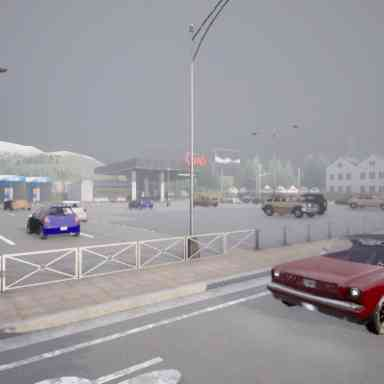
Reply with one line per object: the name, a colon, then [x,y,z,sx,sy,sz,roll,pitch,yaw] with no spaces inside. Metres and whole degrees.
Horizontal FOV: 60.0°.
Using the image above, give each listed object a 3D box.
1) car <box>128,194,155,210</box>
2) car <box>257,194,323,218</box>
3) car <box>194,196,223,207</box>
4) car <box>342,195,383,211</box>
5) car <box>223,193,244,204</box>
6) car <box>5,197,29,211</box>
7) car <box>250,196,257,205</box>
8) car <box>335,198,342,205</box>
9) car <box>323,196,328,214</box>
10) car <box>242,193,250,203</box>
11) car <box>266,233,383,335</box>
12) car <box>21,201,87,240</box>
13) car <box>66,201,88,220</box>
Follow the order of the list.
car: [-6.231,1.335,39.907,1.845,1.501,3.633,0,0,-38]
car: [7.972,1.112,27.441,1.932,1.855,4.605,0,0,-38]
car: [1.700,1.313,45.986,2.007,1.523,4.514,0,0,-38]
car: [20.140,1.169,37.371,2.152,1.636,5.027,0,0,-38]
car: [6.773,1.376,59.728,1.970,1.475,3.806,0,0,-38]
car: [-20.296,1.346,38.732,2.152,1.636,5.027,0,0,-38]
car: [11.990,1.112,53.043,1.932,1.855,4.605,0,0,-38]
car: [23.605,1.313,49.369,2.007,1.523,4.514,0,0,-38]
car: [10.018,1.092,29.545,1.905,1.878,3.866,0,0,-38]
car: [9.777,1.092,61.278,1.905,1.878,3.866,0,0,-38]
car: [3.700,1.601,6.884,4.718,1.301,1.895,0,0,-38]
car: [-6.814,1.389,16.182,1.845,1.501,3.633,0,0,-38]
car: [-8.995,1.400,23.876,1.970,1.475,3.806,0,0,-38]
